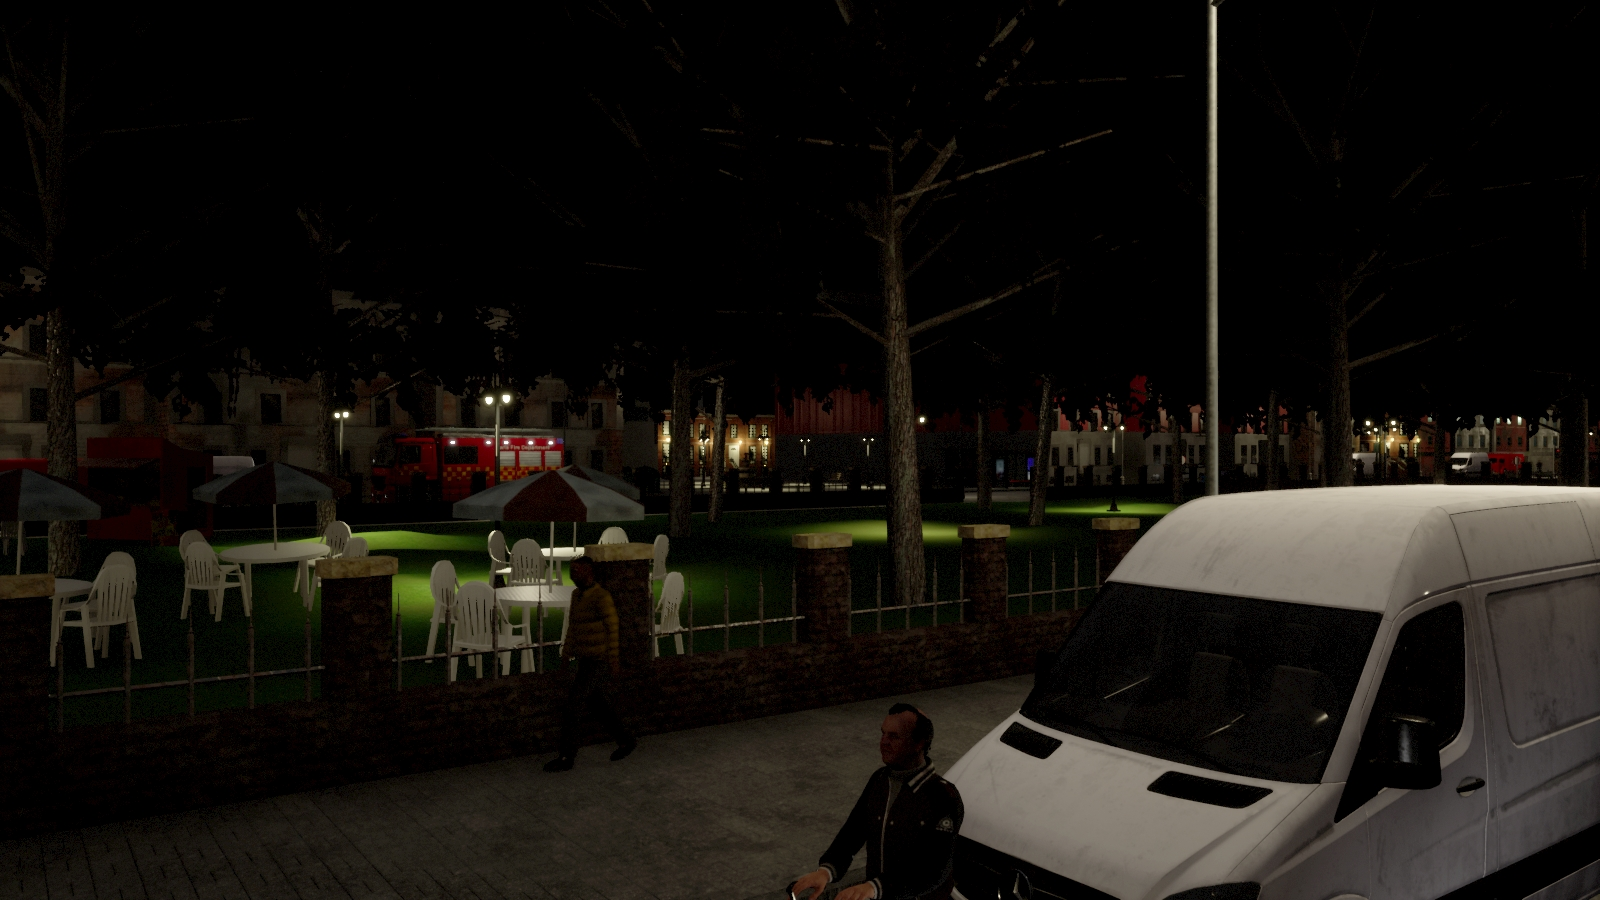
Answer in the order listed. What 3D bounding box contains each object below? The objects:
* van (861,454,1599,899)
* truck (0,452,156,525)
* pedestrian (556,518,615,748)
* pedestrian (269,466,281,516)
[{"bbox_3d":[3.302,1.314,6.746,5.915,2.561,1.988,0,0,-35],"label":"van"},{"bbox_3d":[-26.364,1.338,41.216,5.204,2.467,2.627,1,0,-35],"label":"truck"},{"bbox_3d":[-1.817,1.525,9.676,0.375,1.860,0.375,0,0,-35],"label":"pedestrian"},{"bbox_3d":[-19.499,1.525,42.436,0.375,1.860,0.375,0,0,-18],"label":"pedestrian"}]
